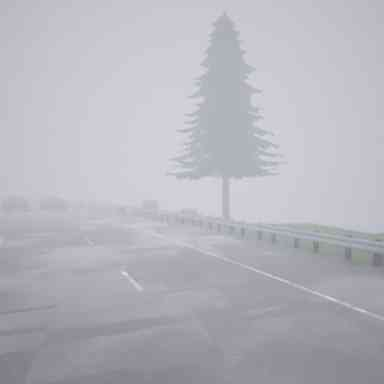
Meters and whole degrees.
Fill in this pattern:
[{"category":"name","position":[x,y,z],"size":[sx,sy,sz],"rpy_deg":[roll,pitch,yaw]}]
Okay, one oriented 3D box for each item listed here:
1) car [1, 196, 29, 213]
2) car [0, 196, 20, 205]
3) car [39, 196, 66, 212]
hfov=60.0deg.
[{"category":"car","position":[-19.231,1.270,36.206],"size":[2.097,1.767,4.553],"rpy_deg":[0,0,-35]},{"category":"car","position":[-30.789,1.431,56.177],"size":[1.994,1.385,4.181],"rpy_deg":[0,0,-43]},{"category":"car","position":[-15.717,1.274,37.280],"size":[2.097,1.767,4.553],"rpy_deg":[0,0,-34]}]
